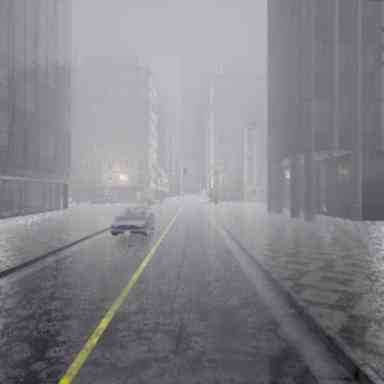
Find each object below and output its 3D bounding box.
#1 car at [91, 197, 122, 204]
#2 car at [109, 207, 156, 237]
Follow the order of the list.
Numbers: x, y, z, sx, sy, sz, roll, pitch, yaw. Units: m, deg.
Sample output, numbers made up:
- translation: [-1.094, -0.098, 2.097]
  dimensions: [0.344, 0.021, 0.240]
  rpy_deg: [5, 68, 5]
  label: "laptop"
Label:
- translation: [-15.647, 1.631, 60.814]
  dimensions: [5.357, 1.411, 2.033]
  rpy_deg: [0, 0, 0]
  label: "car"
- translation: [-3.098, 1.557, 18.546]
  dimensions: [2.033, 1.411, 5.357]
  rpy_deg: [0, 0, 0]
  label: "car"
